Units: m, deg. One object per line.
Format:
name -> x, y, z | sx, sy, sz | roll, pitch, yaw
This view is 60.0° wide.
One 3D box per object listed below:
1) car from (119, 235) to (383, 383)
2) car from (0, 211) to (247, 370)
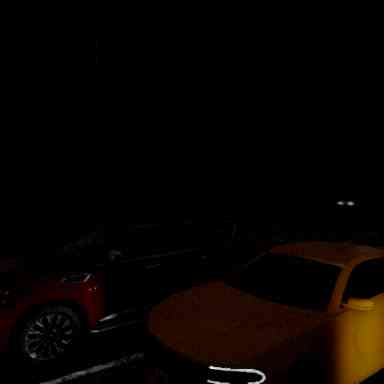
car -> 1.749, 1.487, 4.620 | 5.008, 1.535, 1.882 | 0, 0, -35
car -> -1.040, 1.321, 5.905 | 5.009, 1.841, 2.192 | 0, 0, -35
